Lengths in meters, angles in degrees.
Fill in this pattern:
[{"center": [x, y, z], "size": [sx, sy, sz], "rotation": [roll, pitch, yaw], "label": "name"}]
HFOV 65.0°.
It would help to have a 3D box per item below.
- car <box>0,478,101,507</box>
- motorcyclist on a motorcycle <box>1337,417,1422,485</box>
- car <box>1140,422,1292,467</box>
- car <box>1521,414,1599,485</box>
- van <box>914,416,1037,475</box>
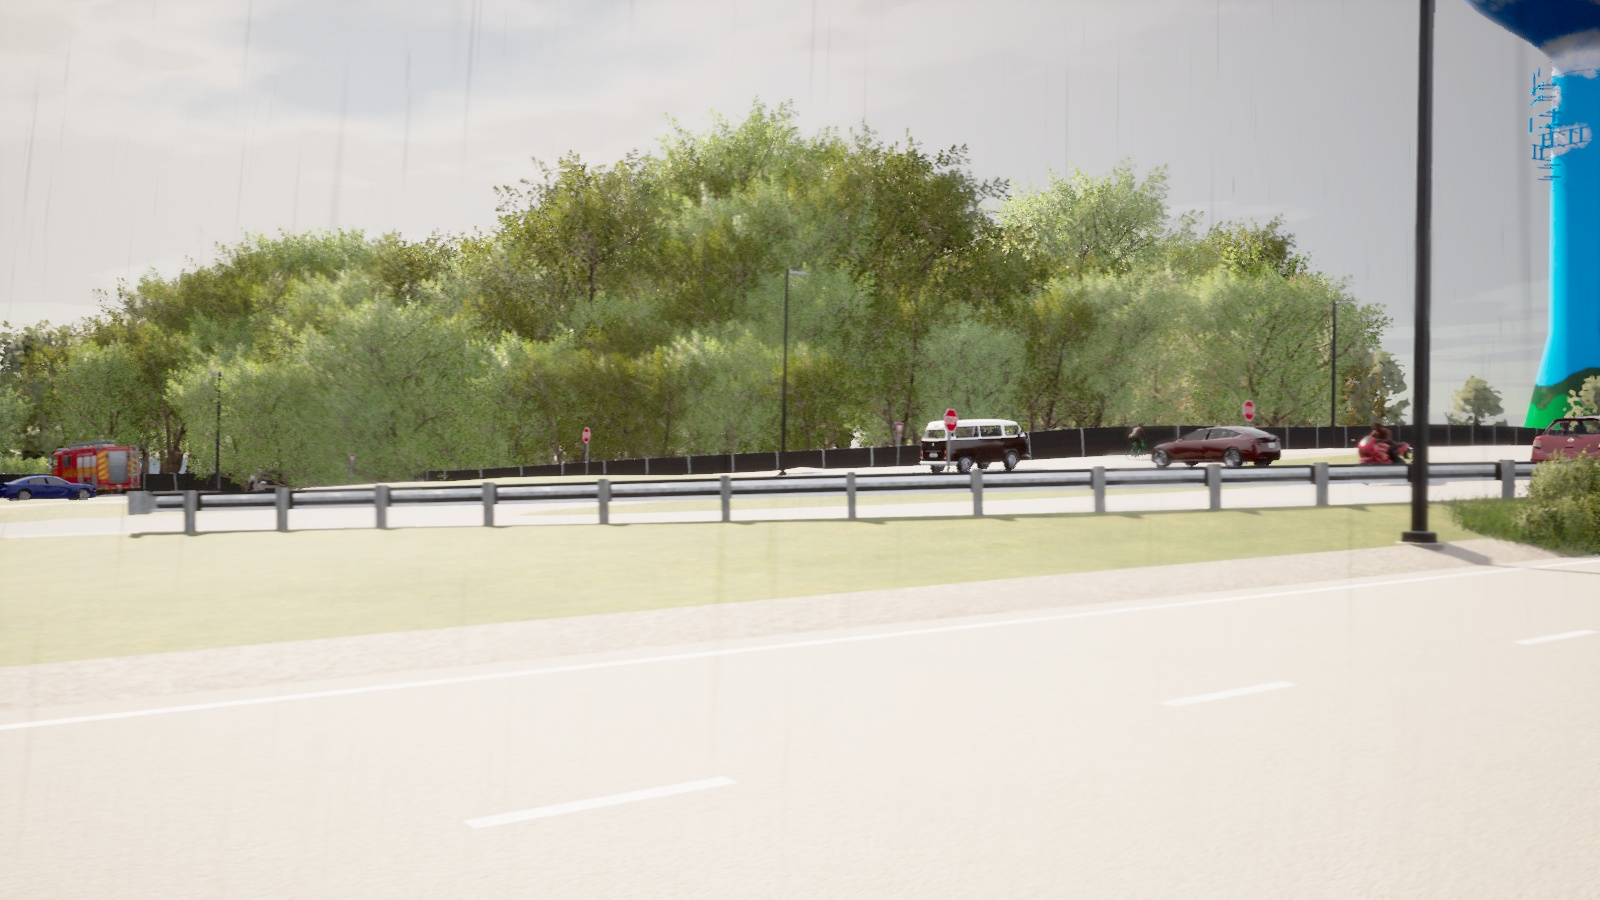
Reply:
[{"center": [-43.454, 2.411, 72.579], "size": [1.882, 1.535, 5.008], "rotation": [0, 0, 43], "label": "car"}, {"center": [13.695, 0.008, 29.669], "size": [2.044, 1.523, 0.797], "rotation": [-2, 0, -33], "label": "motorcyclist on a motorcycle"}, {"center": [14.907, -0.177, 45.199], "size": [2.163, 1.488, 4.792], "rotation": [-3, 1, -36], "label": "car"}, {"center": [17.965, -0.064, 28.150], "size": [3.633, 1.501, 1.845], "rotation": [-2, 1, -37], "label": "car"}, {"center": [6.830, -0.207, 48.786], "size": [4.480, 2.038, 2.069], "rotation": [-4, 2, -36], "label": "van"}]
